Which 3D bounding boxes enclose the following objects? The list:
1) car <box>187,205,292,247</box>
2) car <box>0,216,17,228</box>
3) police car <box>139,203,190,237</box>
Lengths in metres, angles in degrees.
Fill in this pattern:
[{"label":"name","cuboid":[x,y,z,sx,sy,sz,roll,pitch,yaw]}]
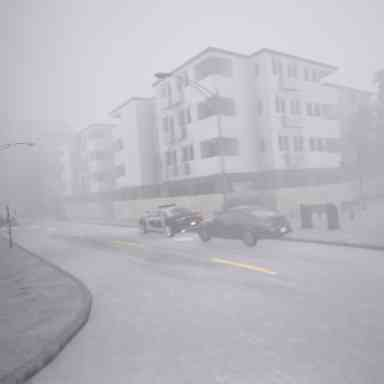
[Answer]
[{"label":"car","cuboid":[2.070,1.344,14.273,1.812,1.442,4.674,-9,2,-35]},{"label":"car","cuboid":[-22.666,3.529,40.540,2.033,1.411,5.357,-5,0,-35]},{"label":"police car","cuboid":[-1.446,1.547,19.267,1.930,1.638,5.238,-9,2,-35]}]
